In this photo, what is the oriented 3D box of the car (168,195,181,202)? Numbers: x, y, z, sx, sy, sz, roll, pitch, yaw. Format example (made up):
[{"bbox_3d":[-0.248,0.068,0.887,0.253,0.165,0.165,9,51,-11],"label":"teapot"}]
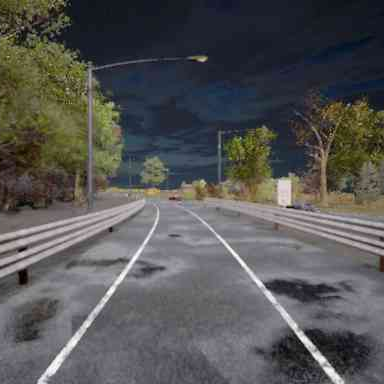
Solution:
[{"bbox_3d":[-4.160,1.446,77.902,1.882,1.535,5.008,0,0,-21],"label":"car"}]

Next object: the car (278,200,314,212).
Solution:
[{"bbox_3d":[11.516,1.667,37.393,2.128,1.511,4.902,0,0,-21],"label":"car"}]
